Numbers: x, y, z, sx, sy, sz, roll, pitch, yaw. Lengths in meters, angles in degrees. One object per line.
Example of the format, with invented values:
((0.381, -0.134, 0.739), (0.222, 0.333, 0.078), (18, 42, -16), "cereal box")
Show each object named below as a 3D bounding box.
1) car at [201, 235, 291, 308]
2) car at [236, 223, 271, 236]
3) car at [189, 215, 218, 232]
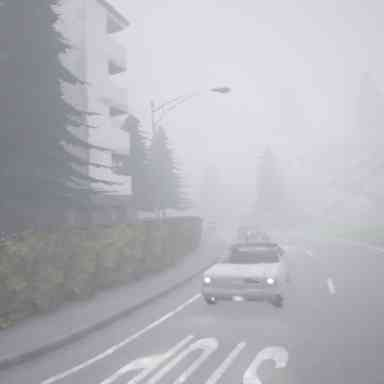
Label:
((1.757, 2.185, 9.574), (1.895, 1.301, 4.718), (-4, -4, 19), "car")
((4.712, 3.107, 25.879), (1.895, 1.301, 4.718), (-3, -4, -2), "car")
((1.027, 3.922, 42.335), (2.150, 2.045, 5.566), (-1, -4, -29), "car")
